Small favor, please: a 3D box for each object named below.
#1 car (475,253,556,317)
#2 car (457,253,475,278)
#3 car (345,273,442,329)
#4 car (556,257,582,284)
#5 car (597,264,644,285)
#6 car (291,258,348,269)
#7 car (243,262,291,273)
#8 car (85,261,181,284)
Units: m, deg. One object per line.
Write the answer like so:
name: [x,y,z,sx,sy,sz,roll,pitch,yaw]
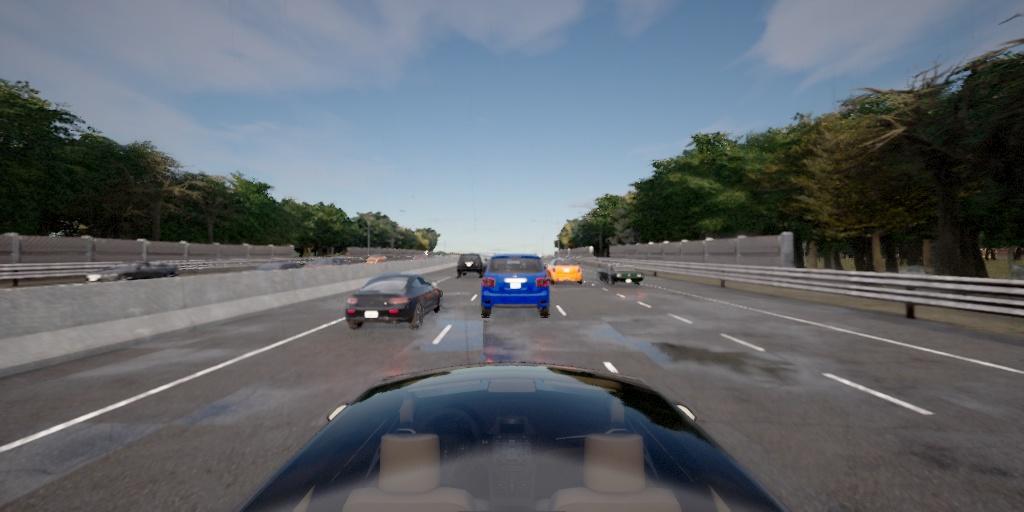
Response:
car: [0.104,0.915,13.007,2.150,2.045,5.566,0,0,0]
car: [-3.390,0.768,30.904,2.150,2.045,5.566,0,1,0]
car: [-3.397,1.233,10.979,1.812,1.442,4.674,0,0,0]
car: [3.509,0.950,25.110,2.097,1.767,4.553,0,1,0]
car: [7.105,1.207,24.035,1.895,1.301,4.718,0,0,0]
car: [-14.088,0.933,27.083,2.097,1.767,4.553,0,1,0]
car: [-17.590,1.129,26.999,2.033,1.411,5.357,0,1,0]
car: [-24.588,1.105,23.505,2.128,1.511,4.902,0,0,0]
